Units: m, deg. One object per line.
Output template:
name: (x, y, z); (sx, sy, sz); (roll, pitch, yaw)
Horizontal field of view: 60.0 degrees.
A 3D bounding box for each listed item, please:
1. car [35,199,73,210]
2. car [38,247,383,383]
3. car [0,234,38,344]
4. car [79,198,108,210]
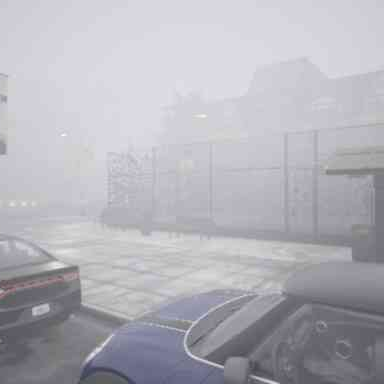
car: (-18.536, 1.647, 44.880); (2.128, 1.511, 4.902); (0, 0, 35)
car: (1.177, 1.356, 2.464); (4.553, 1.767, 2.185); (0, 0, 35)
car: (-4.134, 1.506, 6.082); (5.008, 1.535, 2.097); (0, 0, 35)
car: (-13.319, 1.647, 46.223); (1.837, 1.490, 4.892); (0, 0, 35)
